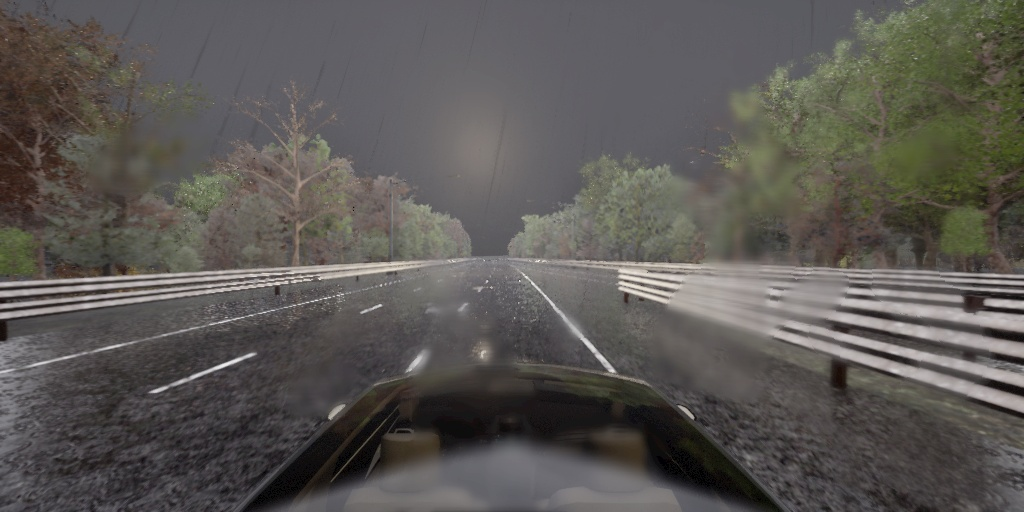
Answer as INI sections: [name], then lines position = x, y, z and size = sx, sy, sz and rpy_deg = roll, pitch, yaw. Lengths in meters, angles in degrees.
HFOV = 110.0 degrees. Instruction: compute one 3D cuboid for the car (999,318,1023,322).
[car]
position = 13.225, 1.299, 7.537
size = 2.163, 1.488, 4.792
rpy_deg = 0, 0, -13
